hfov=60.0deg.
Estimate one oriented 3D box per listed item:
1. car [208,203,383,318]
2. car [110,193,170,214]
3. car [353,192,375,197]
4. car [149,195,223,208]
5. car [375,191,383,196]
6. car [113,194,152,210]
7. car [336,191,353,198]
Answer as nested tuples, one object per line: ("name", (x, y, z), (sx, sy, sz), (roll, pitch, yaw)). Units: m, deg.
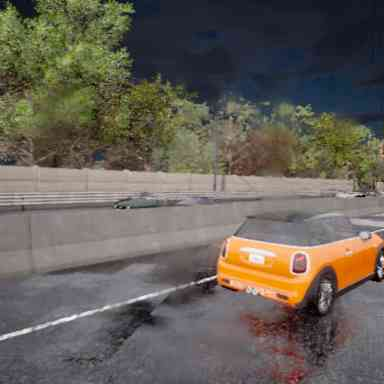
("car", (2.668, 1.189, 7.407), (4.553, 1.767, 2.097), (-1, 2, -45))
("car", (-3.946, 0.844, 25.739), (4.181, 1.385, 1.994), (-1, 2, -45))
("car", (27.073, 0.676, 51.302), (4.718, 1.301, 1.895), (-1, 2, -44))
("car", (0.335, 1.028, 20.131), (5.357, 1.411, 2.033), (-1, 2, -45))
("car", (29.091, 0.393, 48.388), (5.566, 2.045, 2.150), (-1, 2, -44))
("car", (-2.792, 0.993, 21.965), (4.718, 1.301, 1.895), (-1, 2, -45))
("car", (25.502, 0.572, 54.654), (4.718, 1.301, 1.895), (-1, 2, -44))
